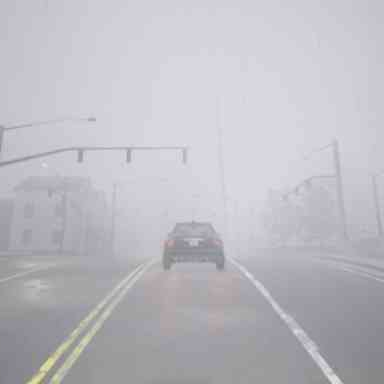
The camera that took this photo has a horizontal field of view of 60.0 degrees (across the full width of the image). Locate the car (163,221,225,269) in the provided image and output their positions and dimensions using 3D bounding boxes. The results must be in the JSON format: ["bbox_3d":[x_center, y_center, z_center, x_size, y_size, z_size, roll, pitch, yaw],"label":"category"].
[{"bbox_3d":[0.070,1.987,13.146,2.097,1.767,4.553,0,-7,0],"label":"car"}]
